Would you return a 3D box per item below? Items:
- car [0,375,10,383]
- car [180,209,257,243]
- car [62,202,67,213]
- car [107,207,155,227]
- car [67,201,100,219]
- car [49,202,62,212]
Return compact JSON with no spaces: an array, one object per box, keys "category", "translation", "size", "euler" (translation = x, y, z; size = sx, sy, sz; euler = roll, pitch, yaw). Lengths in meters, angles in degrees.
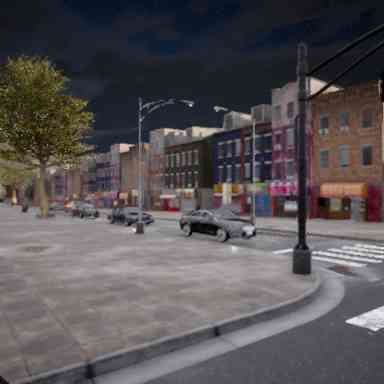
[{"category":"car","translation":[-2.788,1.561,0.822],"size":[4.313,1.339,1.947],"euler":[0,0,-36]},{"category":"car","translation":[1.247,1.653,17.377],"size":[2.128,1.511,4.902],"euler":[0,-1,-36]},{"category":"car","translation":[-16.346,2.075,46.912],"size":[2.097,1.767,4.553],"euler":[0,-1,-36]},{"category":"car","translation":[-4.926,1.843,25.971],"size":[2.033,1.411,5.357],"euler":[0,-1,-35]},{"category":"car","translation":[-11.160,1.972,34.658],"size":[1.837,1.490,4.892],"euler":[0,-1,-36]},{"category":"car","translation":[-22.230,2.431,55.091],"size":[2.128,1.511,4.902],"euler":[0,-1,-36]}]
